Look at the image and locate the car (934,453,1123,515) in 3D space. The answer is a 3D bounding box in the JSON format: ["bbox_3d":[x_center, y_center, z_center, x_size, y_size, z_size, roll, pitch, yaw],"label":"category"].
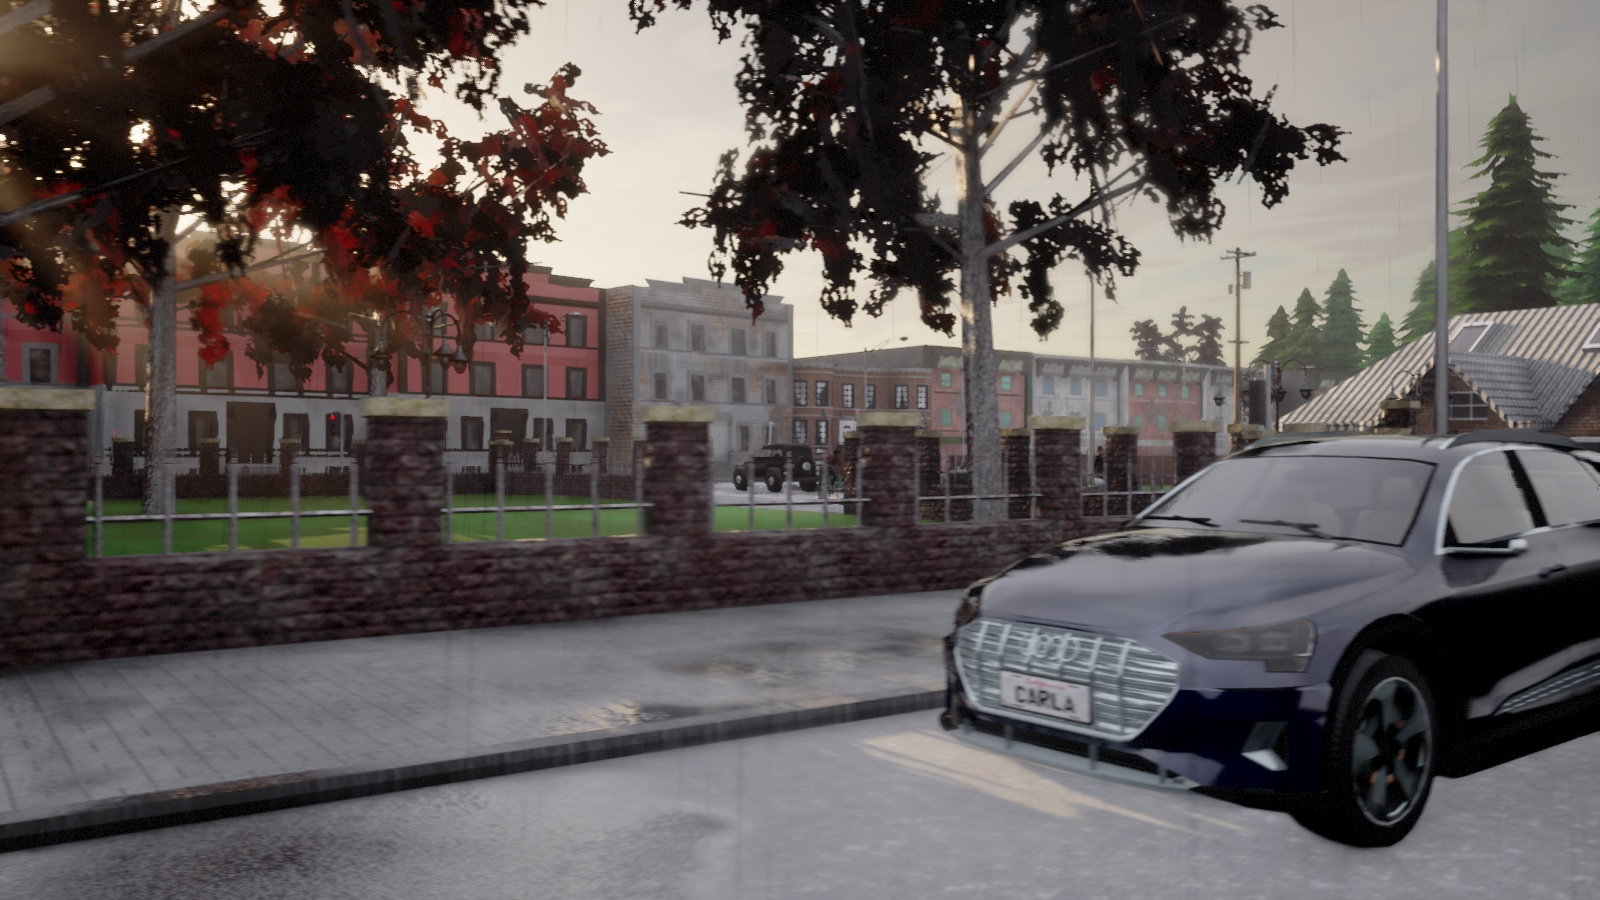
[{"bbox_3d":[5.829,0.829,32.621,1.837,1.490,4.892,0,0,-37],"label":"car"}]

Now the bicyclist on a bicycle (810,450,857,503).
[{"bbox_3d":[1.030,0.804,39.390,0.582,1.620,1.656,0,0,-36],"label":"bicyclist on a bicycle"}]

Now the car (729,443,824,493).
[{"bbox_3d":[-0.960,0.677,49.157,1.905,1.878,3.866,0,0,-35],"label":"car"}]

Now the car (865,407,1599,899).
[{"bbox_3d":[2.837,0.687,6.412,4.856,1.649,2.033,0,0,-38],"label":"car"}]
